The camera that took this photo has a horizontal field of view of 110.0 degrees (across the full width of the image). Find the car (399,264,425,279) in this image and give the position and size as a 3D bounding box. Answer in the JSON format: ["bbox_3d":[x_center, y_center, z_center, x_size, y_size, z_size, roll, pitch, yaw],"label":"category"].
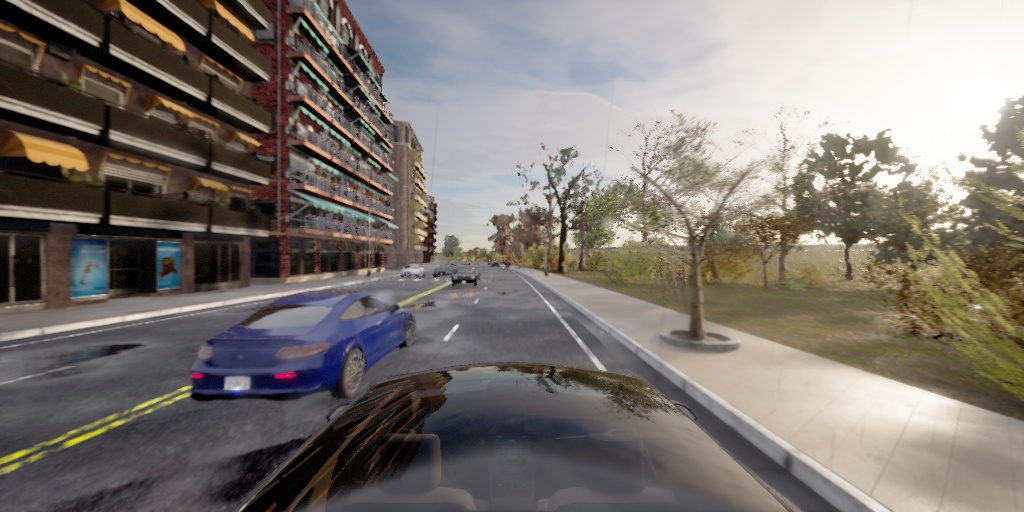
[{"bbox_3d":[-10.418,1.580,37.830,1.812,1.442,4.674,0,0,-2],"label":"car"}]

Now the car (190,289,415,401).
[{"bbox_3d":[-3.149,1.315,6.421,1.812,1.442,4.674,0,0,0],"label":"car"}]

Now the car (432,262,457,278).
[{"bbox_3d":[-7.181,1.621,38.262,1.994,1.385,4.181,0,0,-2],"label":"car"}]

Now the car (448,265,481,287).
[{"bbox_3d":[-3.378,1.565,27.198,1.895,1.301,4.718,0,0,-1],"label":"car"}]

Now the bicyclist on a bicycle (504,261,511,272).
[{"bbox_3d":[-0.443,1.544,53.236,0.659,1.776,1.843,0,-1,-4],"label":"bicyclist on a bicycle"}]
